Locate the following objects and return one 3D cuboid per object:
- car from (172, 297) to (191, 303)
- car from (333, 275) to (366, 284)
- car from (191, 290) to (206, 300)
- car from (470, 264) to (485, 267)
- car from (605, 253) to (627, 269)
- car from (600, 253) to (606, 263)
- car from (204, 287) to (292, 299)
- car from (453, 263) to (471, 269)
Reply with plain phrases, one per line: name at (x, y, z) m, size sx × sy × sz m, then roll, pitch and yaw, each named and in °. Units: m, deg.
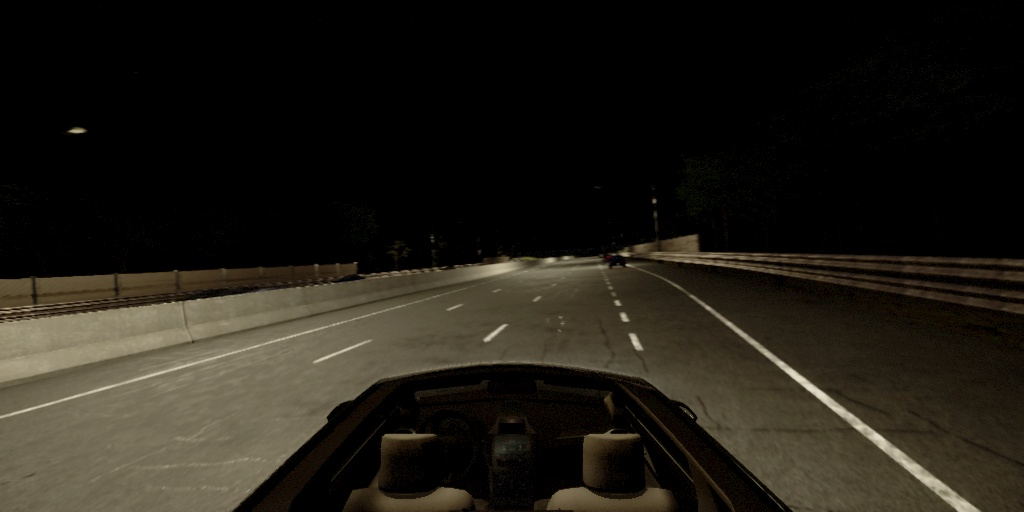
car at (-20.483, 3.022, 24.460) m, size 1.812 × 1.442 × 4.674 m, roll -4°, pitch 0°, yaw 13°
car at (-19.655, 3.116, 43.558) m, size 1.812 × 1.442 × 4.674 m, roll -4°, pitch 0°, yaw 13°
car at (-17.221, 2.762, 23.111) m, size 1.812 × 1.442 × 4.674 m, roll -4°, pitch -1°, yaw 13°
car at (-5.022, 2.176, 60.335) m, size 1.994 × 1.385 × 4.181 m, roll -4°, pitch 0°, yaw 14°
car at (12.259, 0.648, 41.949) m, size 1.812 × 1.442 × 4.674 m, roll -4°, pitch -1°, yaw 13°
car at (16.686, 0.510, 61.210) m, size 2.033 × 1.411 × 5.357 m, roll -4°, pitch -1°, yaw 13°
car at (-14.153, 2.531, 20.886) m, size 2.033 × 1.411 × 5.357 m, roll -4°, pitch -1°, yaw 13°
car at (-7.931, 2.366, 63.225) m, size 2.128 × 1.511 × 4.902 m, roll -4°, pitch 0°, yaw 13°
